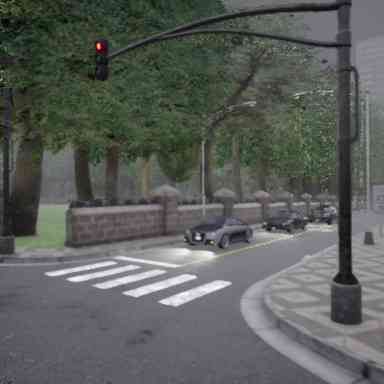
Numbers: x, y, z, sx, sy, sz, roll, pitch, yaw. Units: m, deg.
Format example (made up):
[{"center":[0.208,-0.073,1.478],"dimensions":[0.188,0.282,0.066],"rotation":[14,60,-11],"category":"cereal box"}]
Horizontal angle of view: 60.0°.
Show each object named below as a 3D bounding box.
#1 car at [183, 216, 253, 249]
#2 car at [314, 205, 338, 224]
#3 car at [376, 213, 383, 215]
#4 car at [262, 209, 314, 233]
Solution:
[{"center":[1.396,1.923,16.563],"dimensions":[1.994,1.385,4.181],"rotation":[0,-1,35],"category":"car"},{"center":[13.094,2.131,33.113],"dimensions":[2.097,1.767,4.553],"rotation":[0,-1,35],"category":"car"},{"center":[29.278,2.861,50.527],"dimensions":[1.895,1.301,4.718],"rotation":[0,-2,36],"category":"car"},{"center":[6.968,2.104,24.454],"dimensions":[2.033,1.411,5.357],"rotation":[0,-1,35],"category":"car"}]
